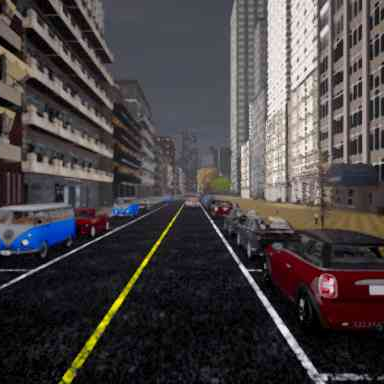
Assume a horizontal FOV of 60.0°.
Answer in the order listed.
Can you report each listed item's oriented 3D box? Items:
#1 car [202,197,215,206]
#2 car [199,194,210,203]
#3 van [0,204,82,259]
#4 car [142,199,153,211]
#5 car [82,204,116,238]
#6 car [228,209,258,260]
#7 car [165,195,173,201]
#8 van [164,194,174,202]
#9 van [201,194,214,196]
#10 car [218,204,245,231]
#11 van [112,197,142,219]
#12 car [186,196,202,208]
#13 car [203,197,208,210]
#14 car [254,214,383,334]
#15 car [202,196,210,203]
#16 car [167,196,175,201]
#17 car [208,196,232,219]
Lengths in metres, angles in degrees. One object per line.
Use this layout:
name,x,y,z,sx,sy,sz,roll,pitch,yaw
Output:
car,2.699,1.580,56.447,2.008,1.369,4.403,0,0,0
car,2.701,1.365,73.016,2.192,1.841,5.009,0,0,0
van,-5.685,1.342,12.266,1.690,1.788,3.998,0,0,0
car,-5.683,1.563,39.879,2.008,1.369,4.403,0,0,0
car,-5.685,1.547,17.789,1.887,1.381,4.507,0,0,0
car,2.695,1.552,12.264,2.008,1.369,4.403,0,0,0
car,-5.680,1.592,83.892,1.752,1.417,4.829,0,0,0
van,-5.680,1.399,78.539,1.690,1.788,3.998,0,0,0
van,2.699,1.364,50.925,1.690,1.788,3.998,0,0,0
car,2.696,1.553,17.788,2.008,1.369,4.403,0,0,0
van,-5.684,1.346,28.834,1.690,1.788,3.998,0,0,0
car,0.106,1.620,47.394,1.895,1.301,4.718,0,0,0
car,2.697,1.578,39.878,1.947,1.339,4.313,0,0,0
car,2.695,1.441,6.741,1.967,1.590,4.097,0,0,0
car,2.698,1.562,45.401,1.887,1.381,4.507,0,0,0
car,-5.679,1.643,89.585,1.947,1.339,4.313,0,0,0
car,2.697,1.446,28.832,1.967,1.590,4.097,0,0,0
